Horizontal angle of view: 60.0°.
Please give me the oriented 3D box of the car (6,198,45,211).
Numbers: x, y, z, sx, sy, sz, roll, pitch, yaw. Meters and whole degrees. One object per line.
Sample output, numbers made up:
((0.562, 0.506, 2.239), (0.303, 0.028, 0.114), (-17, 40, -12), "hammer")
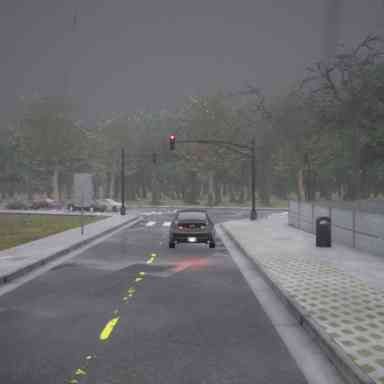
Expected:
((-20.781, 1.574, 40.977), (4.181, 1.385, 1.994), (0, 0, 23), "car")

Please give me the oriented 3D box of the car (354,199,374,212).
((16.223, 1.465, 32.251), (4.902, 1.511, 2.128), (0, 0, 22), "car")

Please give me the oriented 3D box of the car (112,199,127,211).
((-9.951, 1.535, 39.838), (4.674, 1.442, 1.812), (0, 0, 25), "car")

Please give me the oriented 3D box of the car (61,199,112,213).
((-11.742, 1.503, 37.068), (4.892, 1.490, 1.837), (0, 0, 23), "car")

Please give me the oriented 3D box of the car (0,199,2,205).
((-35.315, 1.553, 58.033), (4.902, 1.511, 2.128), (0, 0, 24), "car")

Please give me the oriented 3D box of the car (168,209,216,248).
((0.008, 1.507, 14.713), (1.837, 1.490, 4.892), (0, 0, 0), "car")

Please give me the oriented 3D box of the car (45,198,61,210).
((-19.168, 1.547, 43.816), (4.674, 1.442, 1.812), (0, 0, 24), "car")
